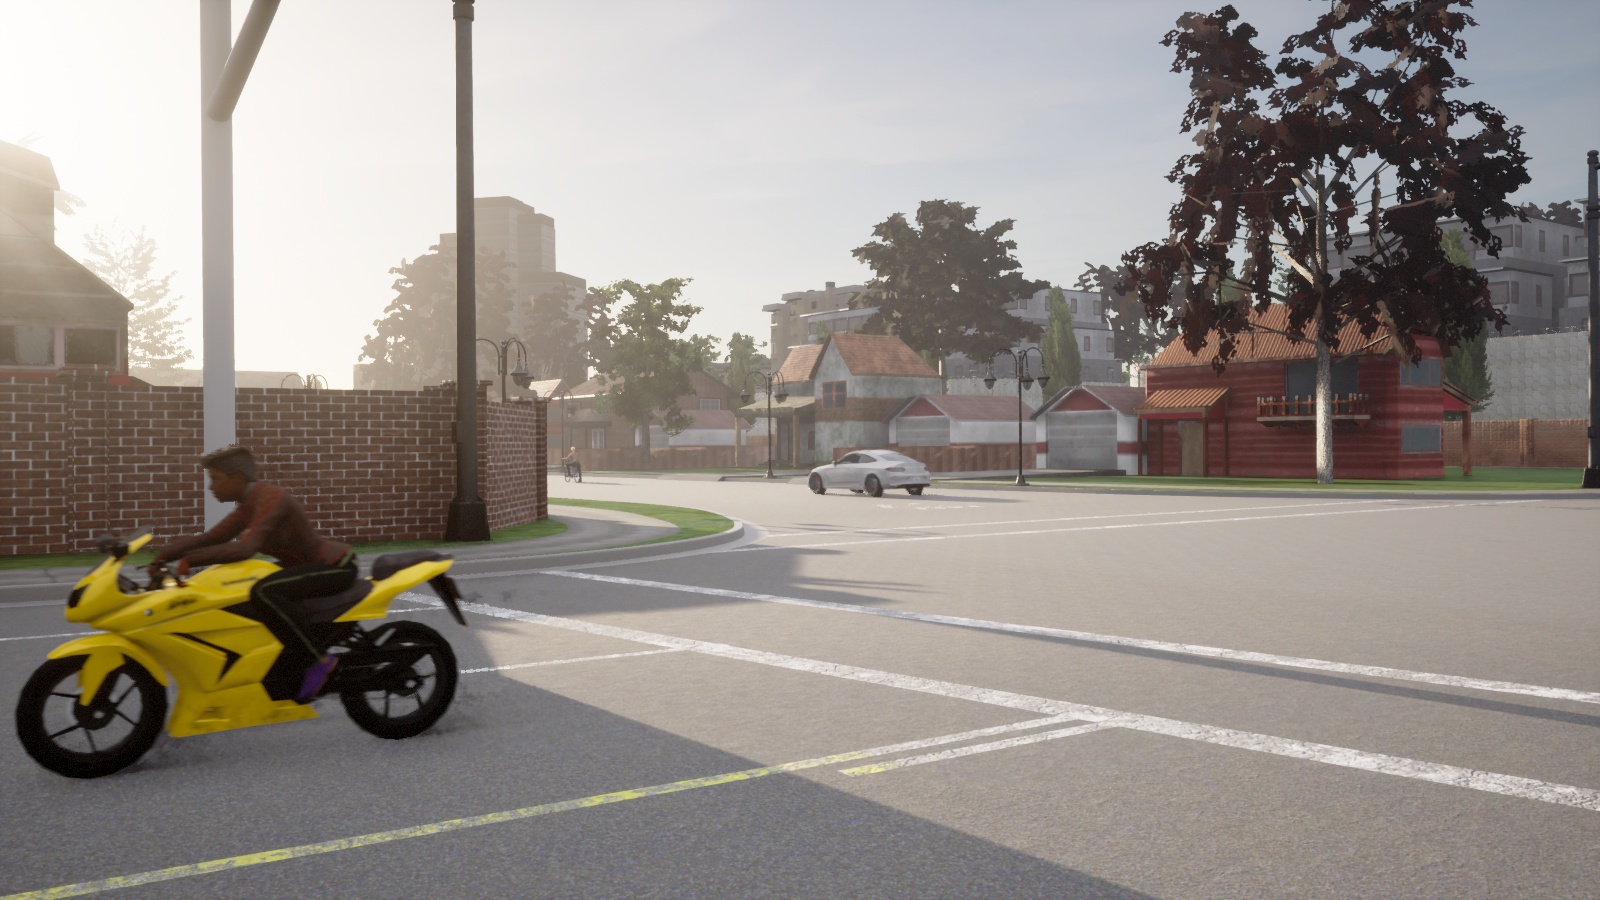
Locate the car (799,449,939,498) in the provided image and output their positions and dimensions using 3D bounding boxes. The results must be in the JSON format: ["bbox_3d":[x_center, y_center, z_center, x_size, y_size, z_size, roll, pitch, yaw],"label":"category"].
[{"bbox_3d":[2.105,0.707,39.641,1.812,1.442,4.674,-1,0,-36],"label":"car"}]

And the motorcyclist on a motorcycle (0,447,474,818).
[{"bbox_3d":[-2.704,0.749,6.042,2.044,1.523,0.797,0,0,-35],"label":"motorcyclist on a motorcycle"}]
